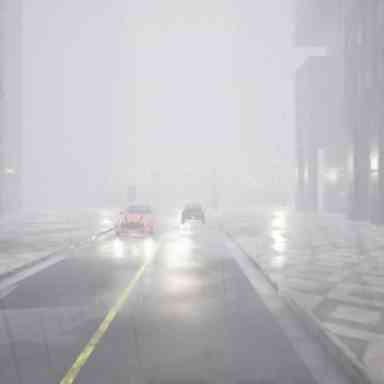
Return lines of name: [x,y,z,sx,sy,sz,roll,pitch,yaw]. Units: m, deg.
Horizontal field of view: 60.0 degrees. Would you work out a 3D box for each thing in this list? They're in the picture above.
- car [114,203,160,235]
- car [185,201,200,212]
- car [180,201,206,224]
car: [-3.097,1.496,19.556,2.097,1.767,4.553,0,0,0]
car: [0.061,1.893,45.034,1.994,1.385,4.181,0,0,1]
car: [0.099,1.702,26.933,1.837,1.490,4.892,0,-1,0]
